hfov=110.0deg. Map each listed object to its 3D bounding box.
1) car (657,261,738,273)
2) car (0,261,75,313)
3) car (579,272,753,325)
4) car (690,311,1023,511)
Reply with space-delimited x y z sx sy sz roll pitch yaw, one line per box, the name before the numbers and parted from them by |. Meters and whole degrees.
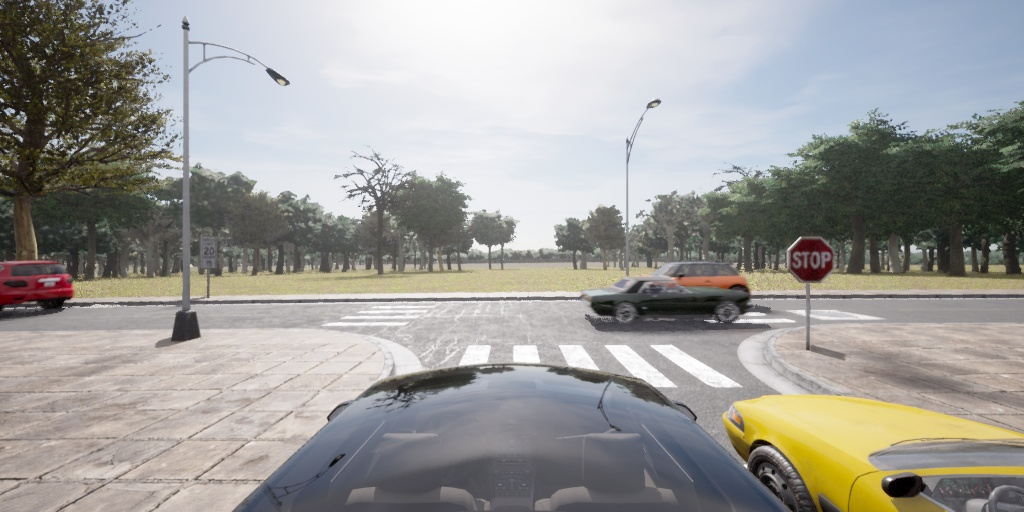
car | 6.569 1.013 13.980 4.553 1.767 2.097 -1 0 1
car | -20.993 1.255 14.236 5.566 2.045 2.150 -1 0 1
car | 4.581 1.295 11.037 4.718 1.301 1.895 -1 0 1
car | 2.634 1.275 1.099 1.751 1.417 4.829 0 0 0
